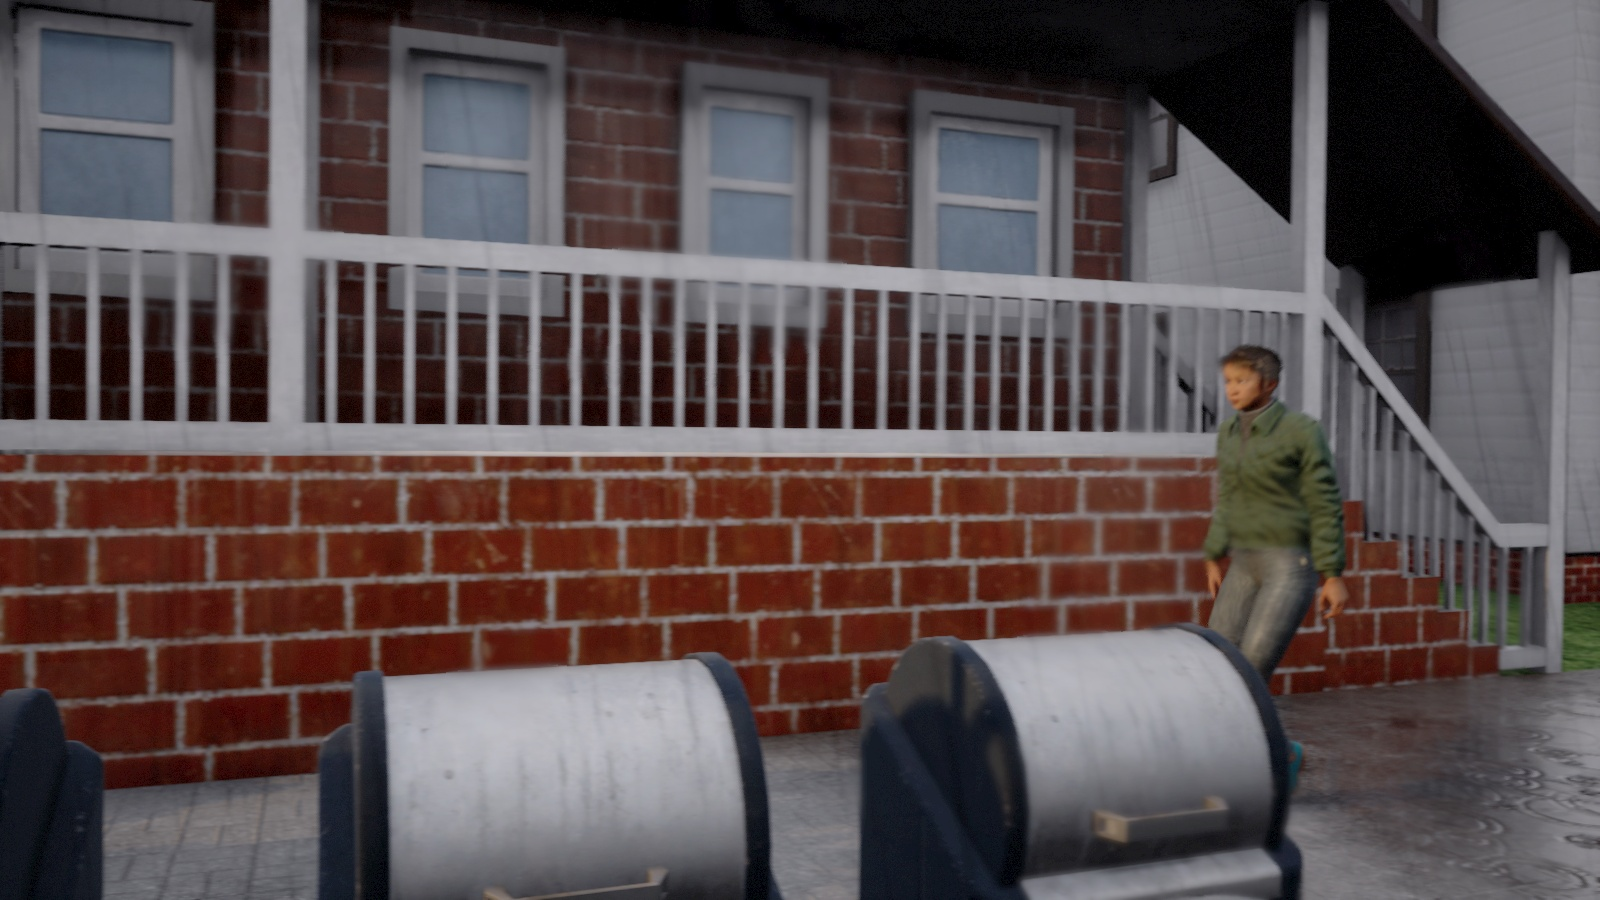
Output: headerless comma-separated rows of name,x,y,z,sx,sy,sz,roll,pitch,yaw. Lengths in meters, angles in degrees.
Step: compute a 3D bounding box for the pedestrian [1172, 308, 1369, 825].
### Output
pedestrian,1.779,0.413,4.756,0.614,1.847,0.353,-1,1,-21
